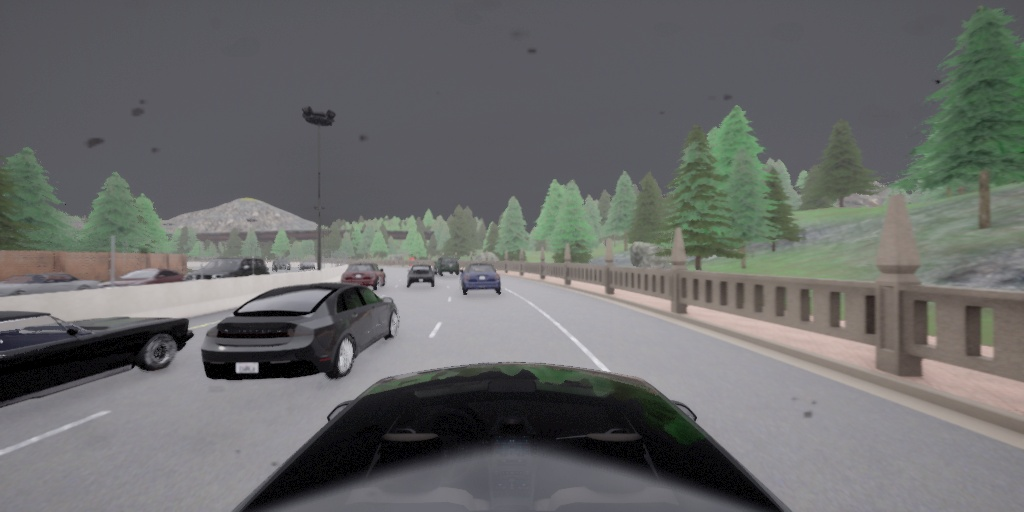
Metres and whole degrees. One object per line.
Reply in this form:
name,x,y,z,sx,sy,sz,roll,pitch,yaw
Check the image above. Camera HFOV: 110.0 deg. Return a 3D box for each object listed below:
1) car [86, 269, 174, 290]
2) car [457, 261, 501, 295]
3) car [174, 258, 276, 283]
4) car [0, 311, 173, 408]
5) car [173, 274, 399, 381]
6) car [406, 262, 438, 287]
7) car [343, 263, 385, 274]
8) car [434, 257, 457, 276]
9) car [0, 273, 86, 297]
car,-19.613,1.428,19.415,1.812,1.442,4.674,0,0,-12
car,-1.954,1.192,21.050,2.097,1.767,4.553,0,0,-10
car,-16.314,1.116,20.880,2.150,2.045,5.566,0,0,-13
car,-7.076,1.392,4.816,1.895,1.301,4.718,0,0,-2
car,-3.736,1.293,7.323,1.837,1.490,4.892,0,0,-3
car,-6.656,1.386,26.326,1.837,1.490,4.892,0,0,-14
car,-9.545,1.231,23.320,2.097,1.767,4.553,0,0,-12
car,-7.421,1.166,40.470,2.150,2.045,5.566,0,0,-21
car,-22.640,1.504,16.956,1.895,1.301,4.718,0,0,-11
